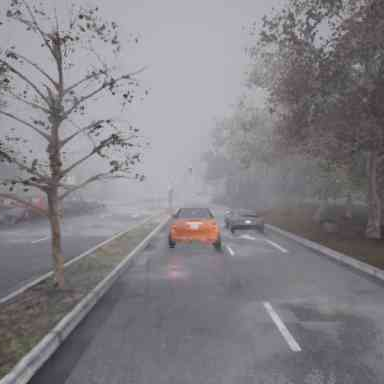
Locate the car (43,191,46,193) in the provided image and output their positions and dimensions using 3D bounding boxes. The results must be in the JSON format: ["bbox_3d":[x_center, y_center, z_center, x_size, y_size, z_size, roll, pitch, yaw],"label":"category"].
[{"bbox_3d":[-31.204,-0.095,72.539,2.435,2.045,5.566,6,-3,-19],"label":"car"}]

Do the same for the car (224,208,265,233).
[{"bbox_3d":[3.091,1.632,20.313,1.994,1.385,4.181,0,0,0],"label":"car"}]

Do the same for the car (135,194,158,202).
[{"bbox_3d":[-11.495,1.734,81.615,4.792,1.488,2.163,-1,0,-15],"label":"car"}]

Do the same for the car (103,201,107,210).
[{"bbox_3d":[-13.652,1.589,43.807,4.553,1.767,2.185,-1,0,-19],"label":"car"}]

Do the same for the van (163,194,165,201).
[{"bbox_3d":[-10.297,1.514,90.601,4.442,1.987,1.878,-1,-1,-14],"label":"van"}]

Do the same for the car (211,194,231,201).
[{"bbox_3d":[7.613,1.546,87.193,4.553,1.767,2.185,1,0,-14],"label":"car"}]

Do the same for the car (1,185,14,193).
[{"bbox_3d":[-40.242,-0.661,72.587,2.231,1.521,4.892,6,-3,-19],"label":"car"}]

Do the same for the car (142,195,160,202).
[{"bbox_3d":[-10.760,1.602,87.560,4.553,1.767,2.185,-1,-1,-14],"label":"car"}]

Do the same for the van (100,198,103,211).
[{"bbox_3d":[-13.626,1.468,40.830,4.442,1.987,1.878,-1,-1,-19],"label":"van"}]

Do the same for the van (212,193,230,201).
[{"bbox_3d":[7.231,1.432,84.223,4.442,1.987,1.878,1,0,-14],"label":"van"}]

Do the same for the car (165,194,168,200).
[{"bbox_3d":[-10.071,1.758,93.571,4.892,1.521,2.231,-1,-1,-14],"label":"car"}]

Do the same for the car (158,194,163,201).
[{"bbox_3d":[-10.852,1.706,84.607,5.366,1.575,1.946,-1,-1,-15],"label":"car"}]

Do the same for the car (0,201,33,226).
[{"bbox_3d":[-13.833,1.604,22.739,4.792,1.488,2.163,-1,0,-20],"label":"car"}]

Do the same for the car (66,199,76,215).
[{"bbox_3d":[-13.788,1.674,31.760,4.674,1.452,2.002,-1,0,-20],"label":"car"}]

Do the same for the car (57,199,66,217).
[{"bbox_3d":[-13.976,1.613,28.693,5.366,1.575,1.946,-1,0,-20],"label":"car"}]

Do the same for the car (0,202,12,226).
[{"bbox_3d":[-13.816,1.558,19.755,4.892,1.521,2.231,-1,-1,-20],"label":"car"}]

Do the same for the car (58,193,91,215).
[{"bbox_3d":[-13.810,1.403,34.758,5.566,2.045,2.435,-1,0,-20],"label":"car"}]

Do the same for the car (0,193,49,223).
[{"bbox_3d":[-13.835,1.343,25.744,5.566,2.045,2.435,-1,0,-20],"label":"car"}]

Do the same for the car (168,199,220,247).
[{"bbox_3d":[0.093,1.393,15.240,2.097,1.767,4.553,0,0,0],"label":"car"}]

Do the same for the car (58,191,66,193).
[{"bbox_3d":[-28.209,0.467,72.478,2.002,1.452,4.674,6,-3,-19],"label":"car"}]

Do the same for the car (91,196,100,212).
[{"bbox_3d":[-13.740,1.423,37.794,5.566,2.045,2.435,-1,-1,-20],"label":"car"}]
